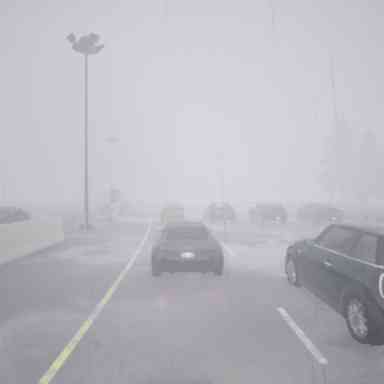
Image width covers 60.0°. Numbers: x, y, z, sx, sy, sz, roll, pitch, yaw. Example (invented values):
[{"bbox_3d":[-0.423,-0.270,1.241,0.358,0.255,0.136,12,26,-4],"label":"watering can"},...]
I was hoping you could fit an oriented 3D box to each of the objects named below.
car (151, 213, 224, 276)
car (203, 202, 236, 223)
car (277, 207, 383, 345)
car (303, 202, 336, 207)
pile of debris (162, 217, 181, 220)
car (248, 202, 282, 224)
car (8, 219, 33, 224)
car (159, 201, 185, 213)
[{"bbox_3d":[-0.192,1.582,10.495,1.994,1.385,4.181,0,0,-2],"label":"car"},{"bbox_3d":[2.053,1.530,25.865,2.128,1.511,4.902,0,0,-7],"label":"car"},{"bbox_3d":[3.435,1.356,6.572,2.097,1.767,4.553,0,0,-1],"label":"car"},{"bbox_3d":[9.239,1.527,24.607,1.837,1.490,4.892,0,0,-6],"label":"car"},{"bbox_3d":[-1.725,2.224,27.828,1.500,0.140,1.860,0,0,-7],"label":"pile of debris"},{"bbox_3d":[5.649,1.535,25.273,1.837,1.490,4.892,0,0,-6],"label":"car"},{"bbox_3d":[-11.547,1.603,20.293,2.033,1.411,5.357,0,0,-5],"label":"car"},{"bbox_3d":[-1.756,1.527,28.133,1.882,1.535,5.008,0,0,-7],"label":"car"}]
